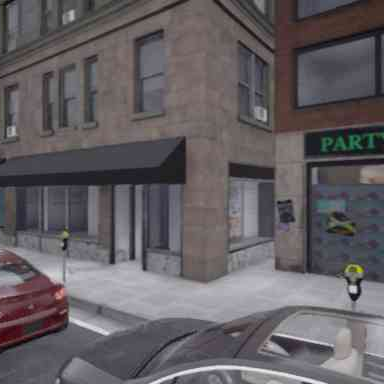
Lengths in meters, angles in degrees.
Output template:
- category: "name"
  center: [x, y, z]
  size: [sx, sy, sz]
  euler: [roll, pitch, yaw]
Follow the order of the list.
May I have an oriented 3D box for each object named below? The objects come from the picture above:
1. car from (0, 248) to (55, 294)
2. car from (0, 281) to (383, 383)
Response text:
- category: "car"
  center: [-3.724, 1.591, 5.480]
  size: [4.206, 1.307, 1.802]
  euler: [0, 0, 36]
- category: "car"
  center: [0.762, 1.551, 2.265]
  size: [4.403, 1.369, 2.008]
  euler: [0, 0, 36]
